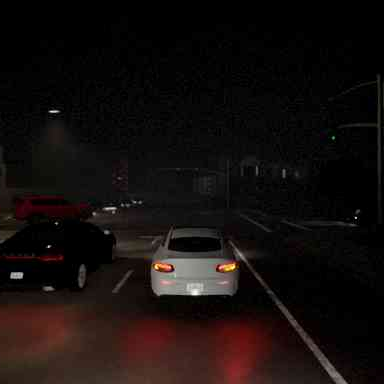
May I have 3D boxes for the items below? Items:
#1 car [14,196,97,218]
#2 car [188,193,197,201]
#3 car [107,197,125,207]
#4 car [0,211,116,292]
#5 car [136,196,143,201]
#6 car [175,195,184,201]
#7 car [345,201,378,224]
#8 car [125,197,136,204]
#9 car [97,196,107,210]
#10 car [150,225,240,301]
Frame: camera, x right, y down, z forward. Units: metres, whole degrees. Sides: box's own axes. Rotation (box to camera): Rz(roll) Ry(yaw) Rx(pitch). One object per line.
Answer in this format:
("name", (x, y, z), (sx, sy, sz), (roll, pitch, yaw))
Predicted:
("car", (-10.608, 1.376, 25.667), (5.566, 2.045, 2.150), (0, 0, -37))
("car", (0.022, 1.417, 89.352), (2.150, 2.045, 5.566), (0, -1, 0))
("car", (-14.052, 1.910, 59.549), (2.128, 1.511, 4.902), (0, 0, 0))
("car", (-3.427, 1.498, 9.011), (1.882, 1.535, 5.008), (0, 0, 0))
("car", (-13.979, 1.781, 86.813), (1.895, 1.301, 4.718), (0, 0, 0))
("car", (-3.478, 1.716, 89.317), (2.128, 1.511, 4.902), (0, -1, 0))
("car", (14.255, 1.491, 25.542), (4.553, 1.767, 2.097), (0, -1, 0))
("car", (-13.982, 1.837, 71.487), (2.033, 1.411, 5.357), (0, 1, 0))
("car", (-14.085, 1.606, 46.906), (2.150, 2.045, 5.566), (0, -1, 0))
("car", (0.069, 1.540, 8.224), (1.812, 1.442, 4.674), (0, 0, 0))
